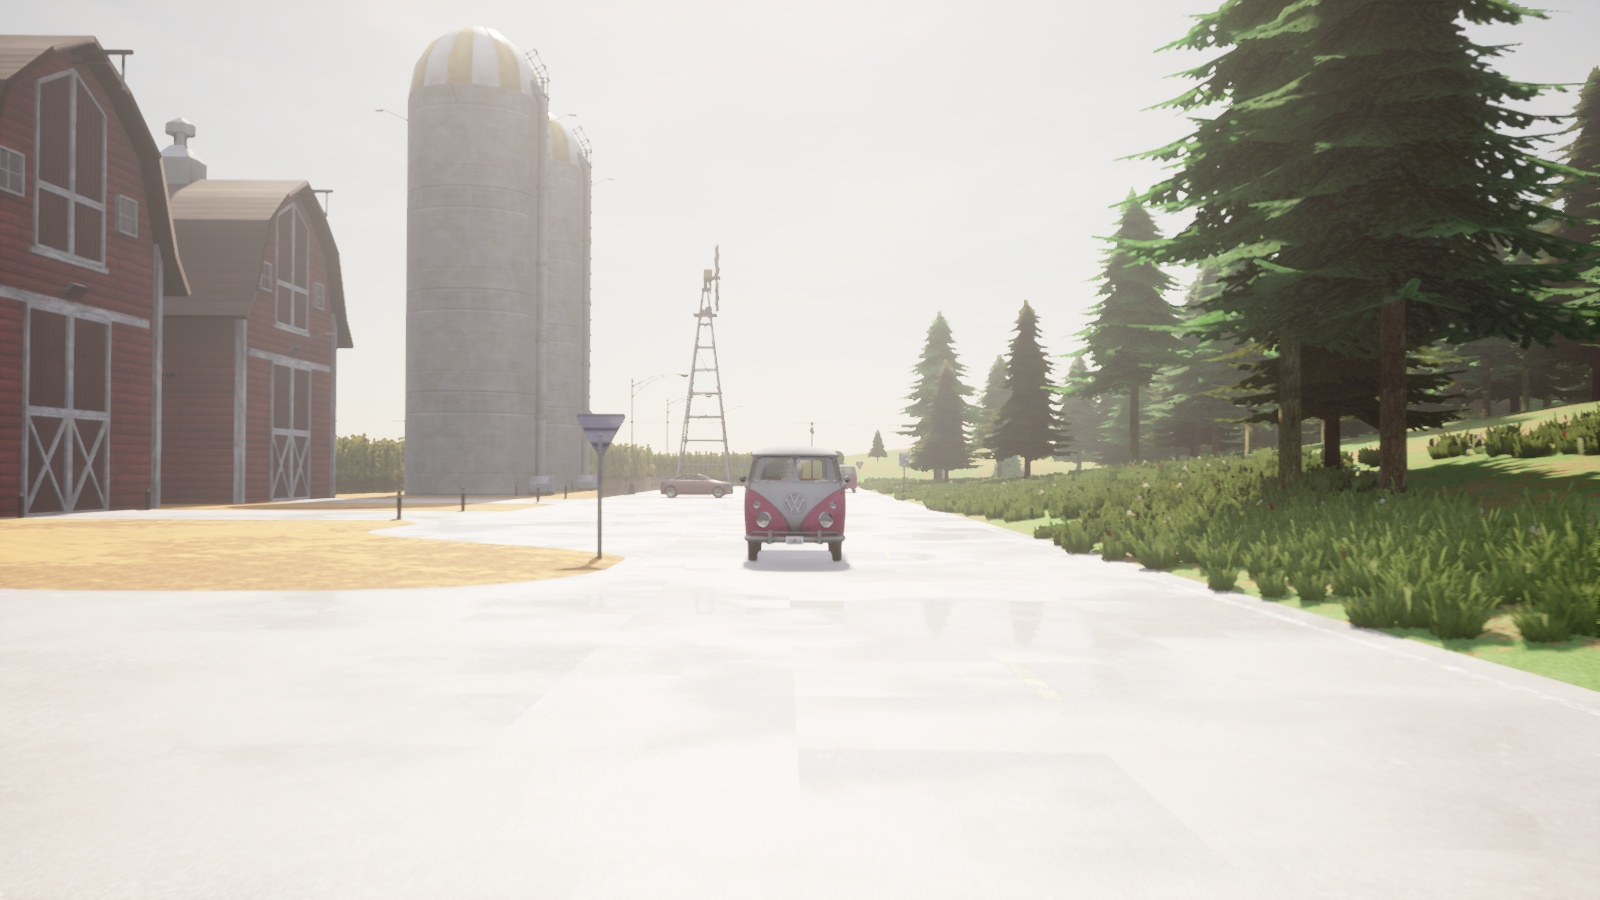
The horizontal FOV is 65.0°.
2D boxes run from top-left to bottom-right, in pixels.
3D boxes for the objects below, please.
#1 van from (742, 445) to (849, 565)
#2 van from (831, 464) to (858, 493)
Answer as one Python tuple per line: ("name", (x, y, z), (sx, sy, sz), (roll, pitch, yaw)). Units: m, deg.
("van", (-0.083, 0.948, 23.066), (1.775, 1.987, 4.442), (0, -1, 0))
("van", (3.183, 2.059, 91.148), (1.775, 1.987, 4.442), (0, -1, 0))
